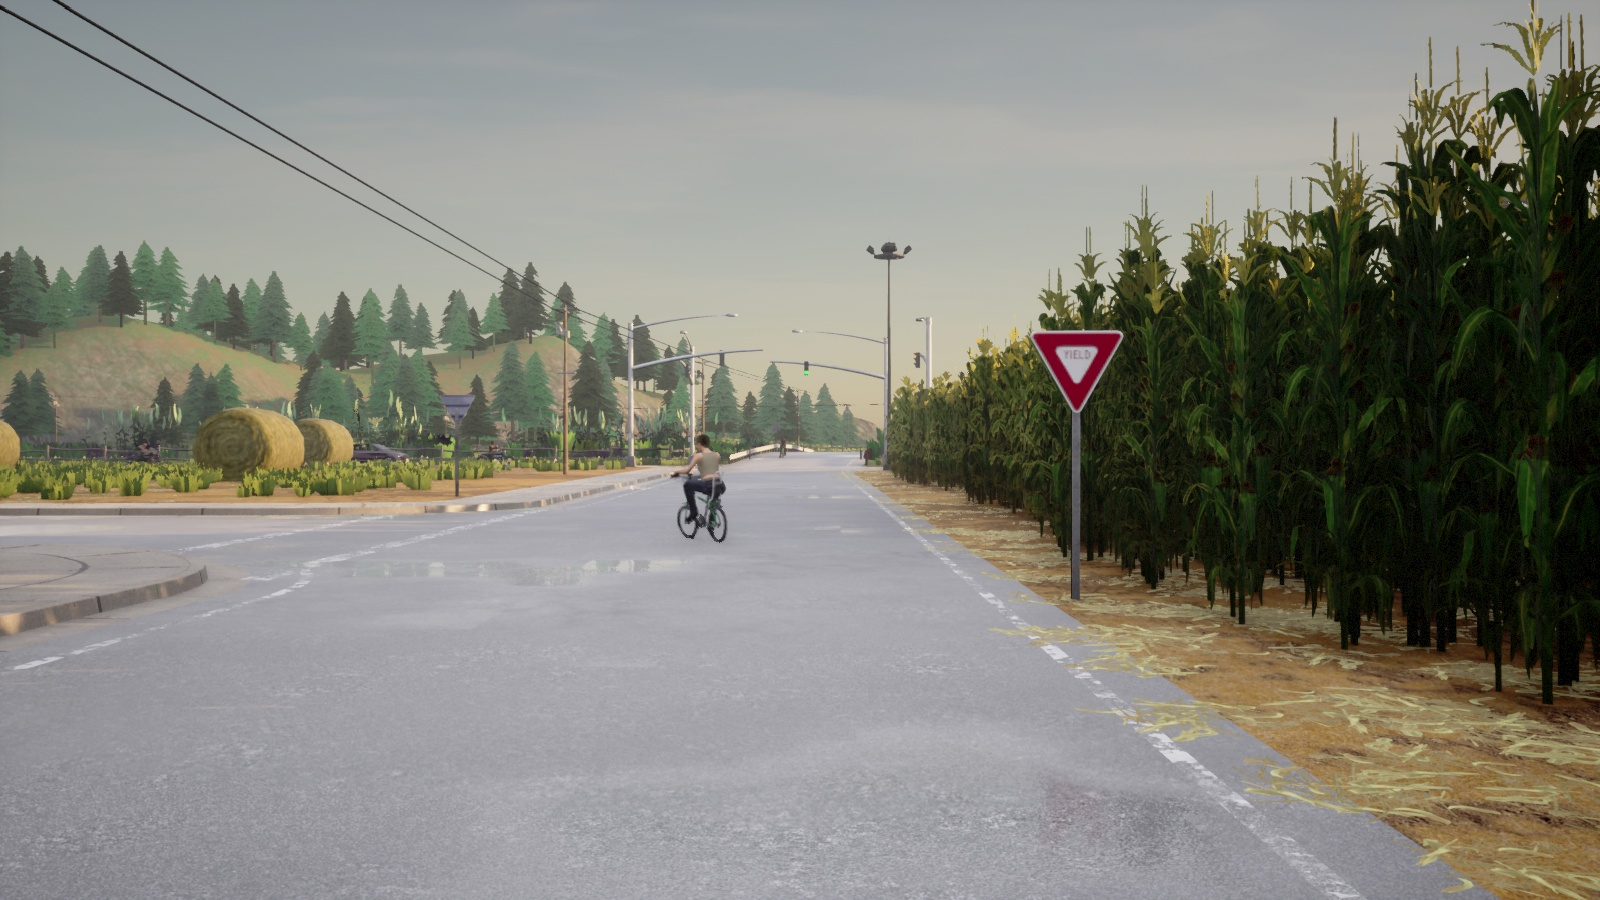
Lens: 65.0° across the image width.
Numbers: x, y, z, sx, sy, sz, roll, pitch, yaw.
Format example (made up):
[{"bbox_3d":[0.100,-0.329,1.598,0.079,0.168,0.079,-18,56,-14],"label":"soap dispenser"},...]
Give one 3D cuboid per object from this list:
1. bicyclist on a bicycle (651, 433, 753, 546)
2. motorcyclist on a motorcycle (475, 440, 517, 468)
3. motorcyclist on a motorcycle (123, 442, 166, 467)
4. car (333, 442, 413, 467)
[{"bbox_3d":[-1.498,0.568,18.986,0.866,1.612,1.509,-2,2,-33],"label":"bicyclist on a bicycle"},{"bbox_3d":[-18.294,0.220,75.628,2.350,1.649,0.766,0,0,3],"label":"motorcyclist on a motorcycle"},{"bbox_3d":[-40.131,0.280,76.878,2.191,1.530,0.866,0,0,3],"label":"motorcyclist on a motorcycle"},{"bbox_3d":[-25.853,0.275,76.062,4.193,1.474,1.816,0,0,3],"label":"car"}]
